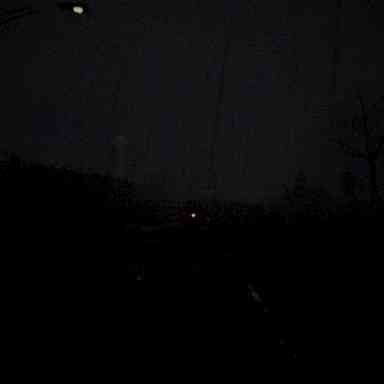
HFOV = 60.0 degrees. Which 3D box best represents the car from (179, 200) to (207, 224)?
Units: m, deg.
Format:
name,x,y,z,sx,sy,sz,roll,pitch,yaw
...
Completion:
name,x,y,z,sx,sy,sz,roll,pitch,yaw
car,0.101,1.571,24.771,1.994,1.385,4.181,0,0,0
